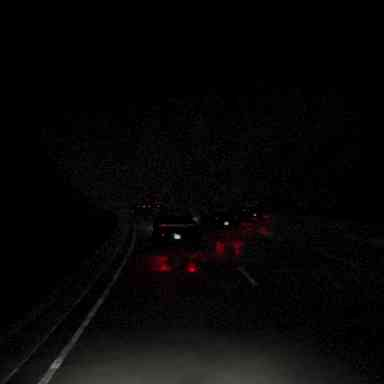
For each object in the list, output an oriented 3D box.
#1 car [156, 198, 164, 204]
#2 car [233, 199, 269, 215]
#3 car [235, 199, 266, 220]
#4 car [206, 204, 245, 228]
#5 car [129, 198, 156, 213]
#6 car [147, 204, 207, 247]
[{"bbox_3d":[-5.299,1.608,46.181,1.837,1.490,4.892,0,0,-21],"label":"car"},{"bbox_3d":[6.035,1.504,34.638,1.812,1.442,4.674,0,0,-15],"label":"car"},{"bbox_3d":[4.237,1.513,27.123,1.812,1.442,4.674,0,0,-12],"label":"car"},{"bbox_3d":[1.677,1.609,22.261,1.895,1.301,4.718,-1,0,-10],"label":"car"},{"bbox_3d":[-6.152,1.651,39.012,2.033,1.411,5.357,0,0,-20],"label":"car"},{"bbox_3d":[-0.873,1.517,15.238,2.128,1.511,4.902,0,0,-7],"label":"car"}]
